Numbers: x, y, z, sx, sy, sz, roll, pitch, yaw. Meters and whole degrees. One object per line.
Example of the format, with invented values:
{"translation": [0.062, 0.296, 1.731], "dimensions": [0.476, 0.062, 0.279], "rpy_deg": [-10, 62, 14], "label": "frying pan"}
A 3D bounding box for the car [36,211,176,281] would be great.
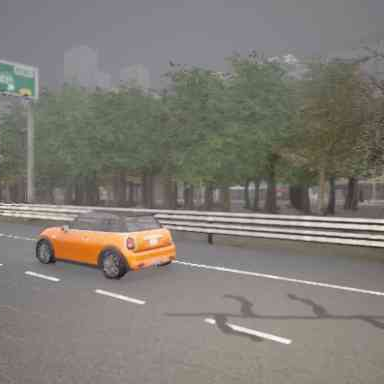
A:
{"translation": [-2.755, 1.351, 10.138], "dimensions": [4.553, 1.767, 2.097], "rpy_deg": [0, 0, 36], "label": "car"}
